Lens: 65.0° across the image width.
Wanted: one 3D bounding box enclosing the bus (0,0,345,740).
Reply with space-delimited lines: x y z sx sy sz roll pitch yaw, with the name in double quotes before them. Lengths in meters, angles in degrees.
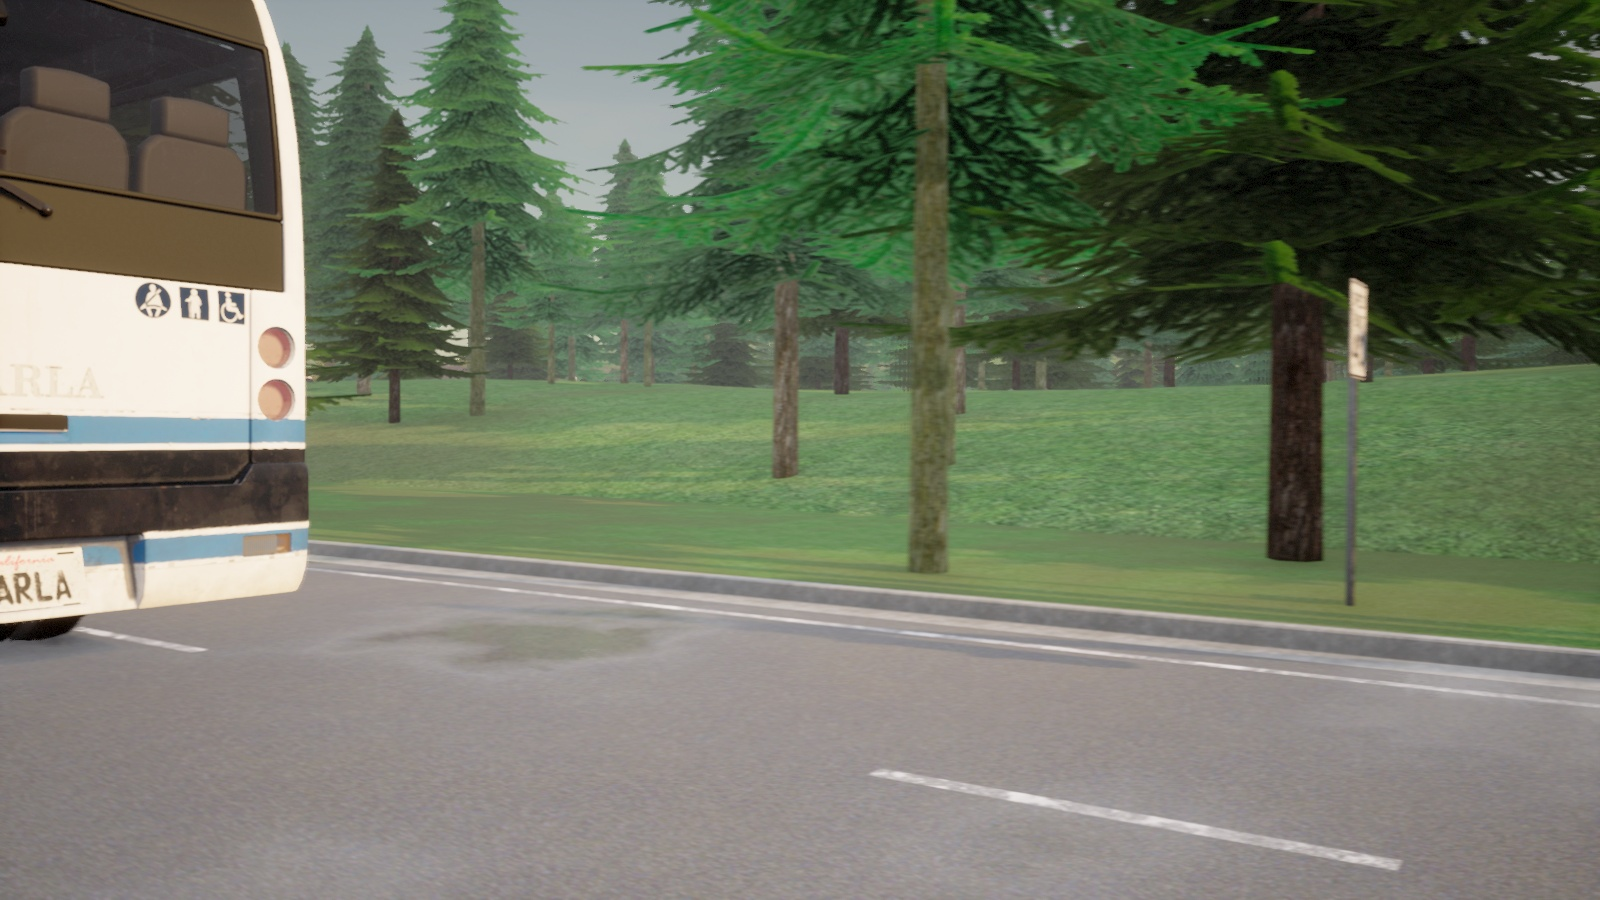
"bus" -8.258 -0.676 9.084 10.273 4.253 3.944 0 1 34
